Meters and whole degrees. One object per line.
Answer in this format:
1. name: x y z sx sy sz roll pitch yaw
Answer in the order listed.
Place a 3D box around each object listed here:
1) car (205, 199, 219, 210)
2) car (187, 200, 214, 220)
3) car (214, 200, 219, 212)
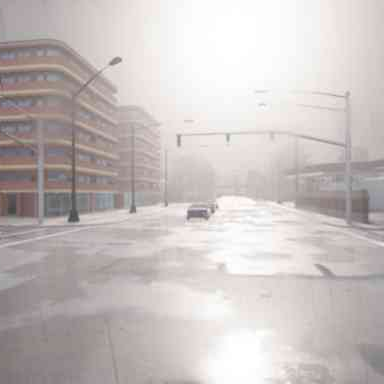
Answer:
1. car: 3.143 1.915 50.916 1.812 1.442 4.674 -1 0 7
2. car: 0.674 1.733 31.232 1.882 1.535 5.008 -1 0 7
3. car: 1.914 1.924 41.210 1.895 1.301 4.718 -1 0 7
